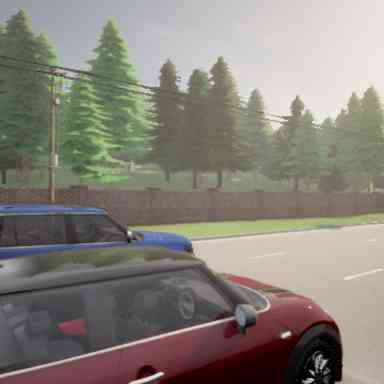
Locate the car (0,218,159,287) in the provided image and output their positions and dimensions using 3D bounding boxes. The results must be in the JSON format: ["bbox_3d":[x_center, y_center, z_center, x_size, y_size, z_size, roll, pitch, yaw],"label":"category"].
[{"bbox_3d":[-3.305,1.599,9.987,4.181,1.385,1.994,1,0,-35],"label":"car"}]

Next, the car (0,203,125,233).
[{"bbox_3d":[-2.427,1.241,6.314,5.566,2.045,2.150,0,0,-35],"label":"car"}]

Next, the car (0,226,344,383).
[{"bbox_3d":[-0.452,1.368,3.424,4.553,1.767,2.097,1,-1,-35],"label":"car"}]
